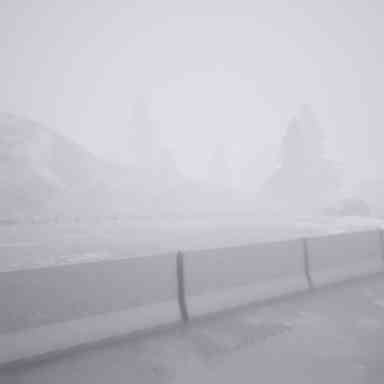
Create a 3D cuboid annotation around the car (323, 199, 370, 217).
[{"bbox_3d":[14.980,1.448,32.247,4.553,1.767,2.097,0,0,-24],"label":"car"}]
